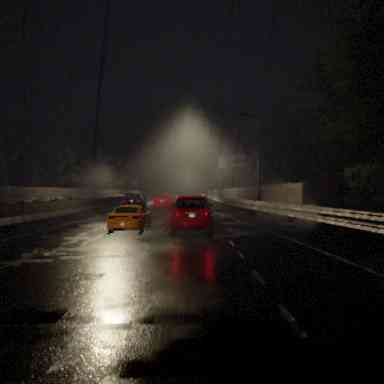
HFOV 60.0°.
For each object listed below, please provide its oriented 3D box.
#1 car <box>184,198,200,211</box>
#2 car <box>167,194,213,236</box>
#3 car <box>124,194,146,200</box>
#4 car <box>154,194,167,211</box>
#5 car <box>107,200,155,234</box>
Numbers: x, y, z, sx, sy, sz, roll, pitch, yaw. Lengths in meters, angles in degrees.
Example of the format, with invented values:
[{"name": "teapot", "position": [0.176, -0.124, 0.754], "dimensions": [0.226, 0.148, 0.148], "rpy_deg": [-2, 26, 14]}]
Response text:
[{"name": "car", "position": [-0.007, 1.526, 41.418], "dimensions": [1.812, 1.442, 4.674], "rpy_deg": [0, 0, 0]}, {"name": "car", "position": [-0.004, 1.222, 18.537], "dimensions": [2.150, 2.045, 5.566], "rpy_deg": [0, 0, 0]}, {"name": "car", "position": [-7.008, 1.222, 41.208], "dimensions": [2.150, 2.045, 5.566], "rpy_deg": [0, 0, 0]}, {"name": "car", "position": [-3.510, 1.222, 41.329], "dimensions": [2.150, 2.045, 5.566], "rpy_deg": [0, 0, 0]}, {"name": "car", "position": [-3.505, 1.478, 19.244], "dimensions": [1.882, 1.535, 5.008], "rpy_deg": [0, 0, 0]}]
